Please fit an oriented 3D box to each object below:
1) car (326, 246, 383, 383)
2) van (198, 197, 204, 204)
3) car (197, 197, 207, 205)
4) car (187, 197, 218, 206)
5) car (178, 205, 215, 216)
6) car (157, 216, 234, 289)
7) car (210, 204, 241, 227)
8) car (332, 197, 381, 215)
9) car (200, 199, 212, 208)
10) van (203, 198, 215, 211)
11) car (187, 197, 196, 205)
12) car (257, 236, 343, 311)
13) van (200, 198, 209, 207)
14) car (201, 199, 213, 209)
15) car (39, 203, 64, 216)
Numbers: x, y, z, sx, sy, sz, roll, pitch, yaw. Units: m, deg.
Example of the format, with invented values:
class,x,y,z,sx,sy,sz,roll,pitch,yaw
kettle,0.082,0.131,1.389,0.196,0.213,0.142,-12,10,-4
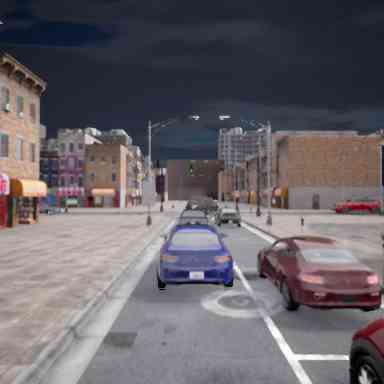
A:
class,x,y,z,sx,sy,sz,roll,pitch,yaw
car,2.635,1.460,1.970,1.967,1.590,4.097,0,-1,0
van,2.529,2.461,95.488,1.690,1.788,3.998,0,-1,0
car,2.541,2.298,84.539,2.192,1.841,5.009,0,-1,0
car,1.226,1.591,33.428,2.150,2.045,5.566,-1,-1,21
car,0.075,1.757,20.284,2.033,1.411,5.357,0,-1,0
car,0.059,1.619,9.340,1.812,1.442,4.674,0,-1,-1
car,2.609,1.810,24.685,2.008,1.369,4.403,0,-1,0
car,19.781,1.657,39.730,5.566,2.045,2.150,0,-1,0
car,2.566,2.150,62.637,1.967,1.590,4.097,0,-1,0
van,2.578,1.918,51.689,1.690,1.788,3.998,0,-1,0
car,-0.091,2.165,81.752,2.150,2.045,5.566,0,-1,0
car,2.629,1.657,7.648,1.802,1.307,4.206,0,-1,0
van,2.559,2.118,68.114,1.690,1.788,3.998,0,-1,0
car,2.572,2.083,57.162,1.967,1.590,4.097,0,-1,0
car,-16.818,1.917,36.916,4.902,1.511,2.128,0,-1,0
